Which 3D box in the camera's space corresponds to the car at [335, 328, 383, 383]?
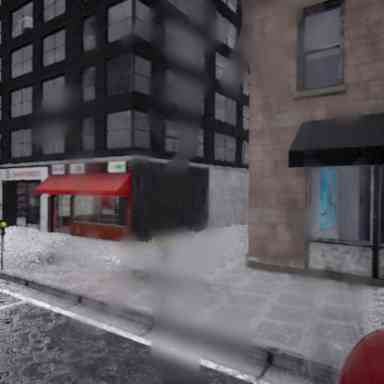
[{"bbox_3d":[2.999,1.319,0.929,5.009,1.841,2.192,0,1,36],"label":"car"}]
